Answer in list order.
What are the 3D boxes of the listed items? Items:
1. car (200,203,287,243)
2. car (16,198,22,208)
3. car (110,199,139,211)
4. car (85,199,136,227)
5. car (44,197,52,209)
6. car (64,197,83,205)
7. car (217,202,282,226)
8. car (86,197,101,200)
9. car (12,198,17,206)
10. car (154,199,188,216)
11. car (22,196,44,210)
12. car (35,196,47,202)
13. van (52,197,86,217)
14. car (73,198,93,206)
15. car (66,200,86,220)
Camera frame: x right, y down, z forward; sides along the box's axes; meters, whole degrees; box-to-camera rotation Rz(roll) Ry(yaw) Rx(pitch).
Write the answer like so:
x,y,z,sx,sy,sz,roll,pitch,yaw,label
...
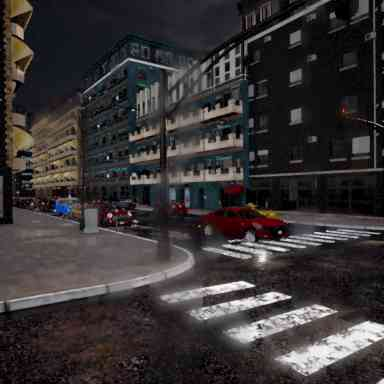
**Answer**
x,y,z,sx,sy,sz,roll,pitch,yaw,label
2.442,1.525,16.755,1.882,1.535,5.008,-1,1,-35,car
-25.114,1.770,50.963,1.947,1.339,4.313,-1,1,-35,car
-8.655,1.582,42.305,2.008,1.369,4.403,-1,1,-35,car
-5.845,1.553,23.922,1.967,1.590,4.097,-1,1,-35,car
-19.151,1.710,47.189,1.994,1.385,4.181,-1,0,-35,car
-21.503,1.646,60.333,2.008,1.369,4.403,-1,1,-35,car
4.094,1.498,24.417,1.752,1.417,4.829,-1,1,-35,car
-15.081,1.502,51.318,1.967,1.590,4.097,-1,1,-35,car
-31.538,1.783,59.977,1.887,1.381,4.507,-1,1,-35,car
-2.233,1.441,33.291,1.967,1.590,4.097,-1,1,-35,car
-21.905,1.628,46.456,1.967,1.590,4.097,-1,1,-35,car
-37.562,1.728,82.868,1.887,1.381,4.507,-1,1,-35,car
-12.270,1.483,32.934,1.690,1.788,3.998,-1,1,-35,van
-18.291,1.644,55.826,1.947,1.339,4.313,-1,1,-35,car
-8.957,1.652,28.291,1.752,1.417,4.829,-1,1,-35,car
